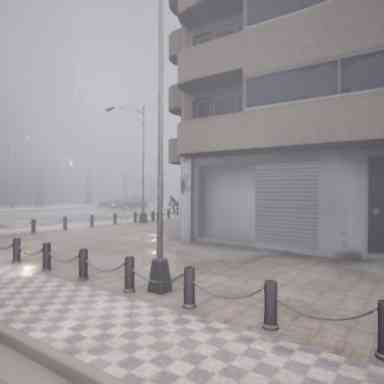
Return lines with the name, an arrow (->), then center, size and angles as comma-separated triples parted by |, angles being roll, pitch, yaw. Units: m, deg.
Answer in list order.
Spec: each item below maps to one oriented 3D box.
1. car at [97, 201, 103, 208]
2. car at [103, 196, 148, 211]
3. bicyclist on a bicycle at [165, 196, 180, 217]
car -> -9.204, 1.343, 40.604 | 1.895, 1.301, 4.718 | 0, 0, 36
car -> -7.072, 1.256, 37.579 | 2.128, 1.511, 4.902 | 0, 0, 36
bicyclist on a bicycle -> -1.536, 1.138, 26.502 | 1.656, 1.620, 0.582 | 0, 0, 36
